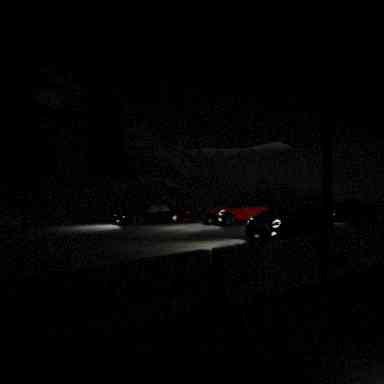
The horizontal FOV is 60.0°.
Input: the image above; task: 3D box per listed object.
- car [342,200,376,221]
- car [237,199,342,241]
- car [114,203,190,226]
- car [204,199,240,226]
[{"bbox_3d":[12.405,1.372,25.804,4.902,1.511,2.128,-1,0,-36],"label":"car"},{"bbox_3d":[4.684,1.322,15.788,4.553,1.767,2.097,-1,0,-34],"label":"car"},{"bbox_3d":[-2.729,1.525,23.536,5.357,1.411,2.033,0,0,-35],"label":"car"},{"bbox_3d":[3.076,1.306,23.135,4.553,1.767,2.097,0,0,-33],"label":"car"}]
